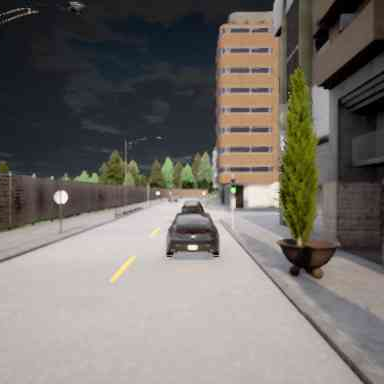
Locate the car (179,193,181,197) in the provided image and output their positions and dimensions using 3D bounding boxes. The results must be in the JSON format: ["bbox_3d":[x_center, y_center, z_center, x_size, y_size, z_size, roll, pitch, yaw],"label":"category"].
[{"bbox_3d":[-3.937,1.043,85.270,2.150,2.045,5.566,0,0,0],"label":"car"}]

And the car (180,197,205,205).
[{"bbox_3d":[0.064,1.467,28.458,1.882,1.535,5.008,0,0,1],"label":"car"}]

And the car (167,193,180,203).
[{"bbox_3d":[-3.950,1.500,69.672,1.812,1.442,4.674,0,0,0],"label":"car"}]

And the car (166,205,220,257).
[{"bbox_3d":[0.048,1.502,12.982,1.837,1.490,4.892,0,0,1],"label":"car"}]
